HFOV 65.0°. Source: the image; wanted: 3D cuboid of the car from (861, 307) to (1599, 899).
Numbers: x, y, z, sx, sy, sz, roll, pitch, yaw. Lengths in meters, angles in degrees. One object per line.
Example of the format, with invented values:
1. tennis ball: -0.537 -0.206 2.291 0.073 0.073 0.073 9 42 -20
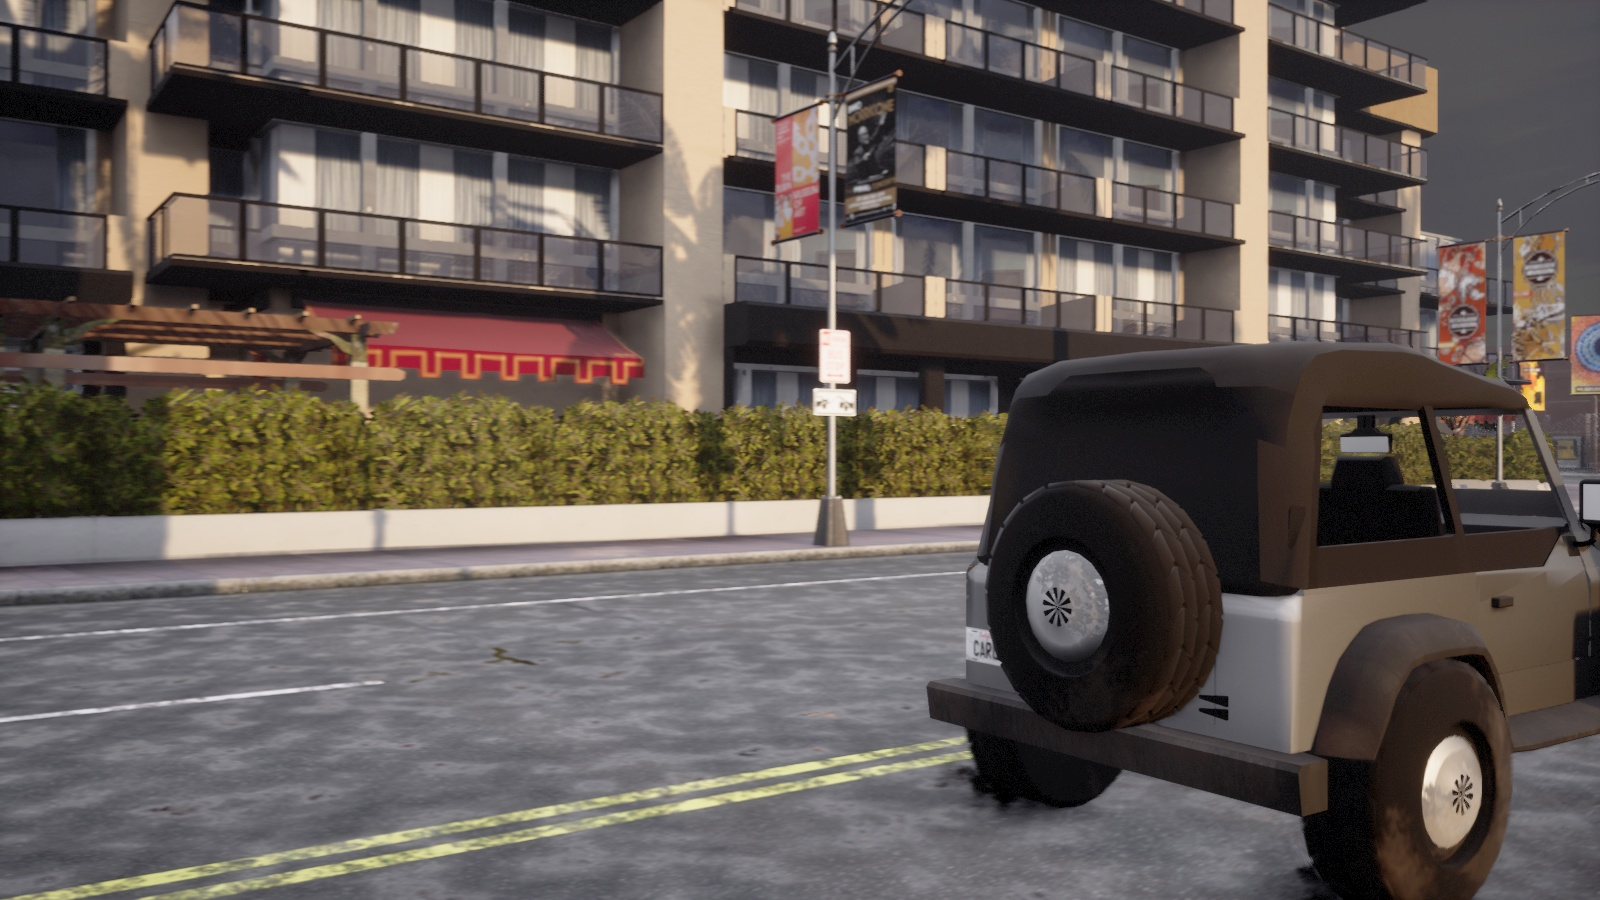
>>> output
1. car: 2.377 0.550 5.314 3.866 1.878 1.905 0 0 -35
